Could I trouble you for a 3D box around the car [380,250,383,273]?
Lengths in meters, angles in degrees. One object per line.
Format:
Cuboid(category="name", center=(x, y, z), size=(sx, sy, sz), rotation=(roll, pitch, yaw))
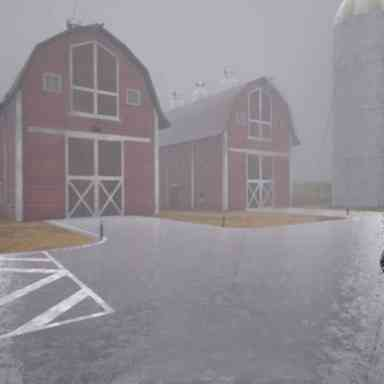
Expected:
Cuboid(category="car", center=(6.899, 1.453, 8.901), size=(4.674, 1.442, 1.812), rotation=(-1, 0, -36))
